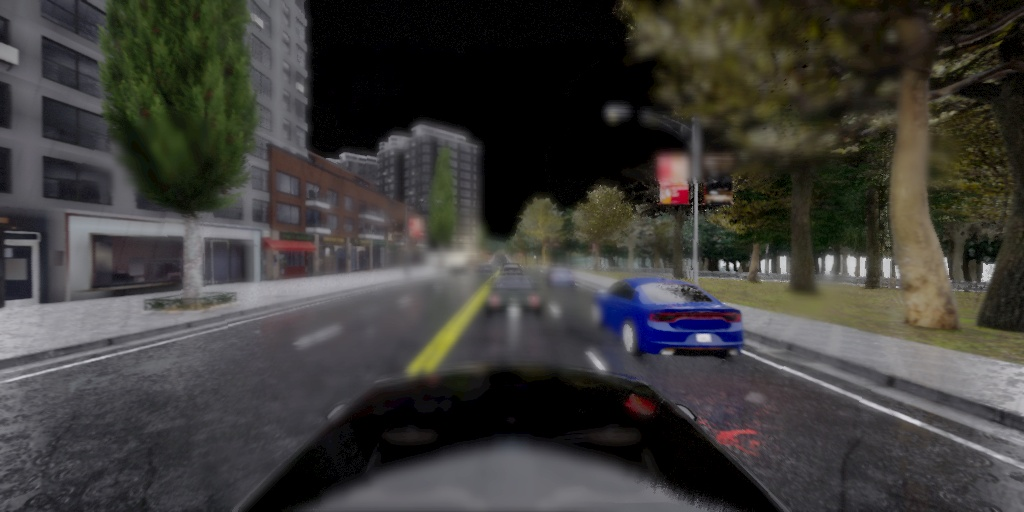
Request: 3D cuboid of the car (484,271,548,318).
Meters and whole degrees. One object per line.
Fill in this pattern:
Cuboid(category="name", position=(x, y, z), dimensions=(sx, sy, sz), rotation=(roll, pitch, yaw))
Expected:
Cuboid(category="car", position=(0.087, 1.400, 13.257), dimensions=(1.895, 1.301, 4.718), rotation=(0, 0, 0))

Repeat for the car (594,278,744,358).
Cuboid(category="car", position=(3.310, 1.255, 8.620), dimensions=(1.882, 1.535, 5.008), rotation=(0, 0, 1))

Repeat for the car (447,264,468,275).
Cuboid(category="car", position=(-6.580, 1.610, 43.571), dimensions=(1.895, 1.301, 4.718), rotation=(0, 0, 0))

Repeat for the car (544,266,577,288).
Cuboid(category="car", position=(3.326, 1.417, 25.144), dimensions=(2.033, 1.411, 5.357), rotation=(0, 0, 0))

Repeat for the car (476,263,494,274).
Cuboid(category="car", position=(-3.324, 1.584, 44.808), dimensions=(1.994, 1.385, 4.181), rotation=(0, 0, 0))

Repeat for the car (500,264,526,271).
Cuboid(category="car", position=(0.096, 1.409, 29.985), dimensions=(1.837, 1.490, 4.892), rotation=(0, 0, 0))
